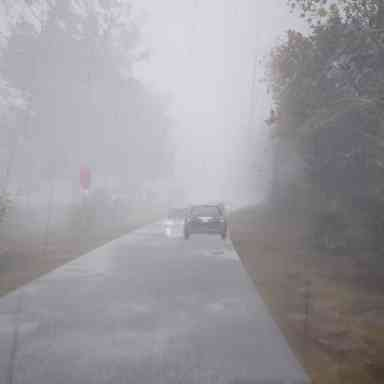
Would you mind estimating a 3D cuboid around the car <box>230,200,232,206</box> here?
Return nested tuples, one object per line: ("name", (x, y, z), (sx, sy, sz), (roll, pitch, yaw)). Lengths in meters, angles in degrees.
("car", (7.309, 2.189, 71.709), (1.882, 1.535, 5.008), (1, 0, 16))

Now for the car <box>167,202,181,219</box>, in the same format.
("car", (-1.003, 1.623, 30.653), (1.882, 1.535, 5.008), (0, -1, 7))

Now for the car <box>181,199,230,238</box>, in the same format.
("car", (0.784, 1.391, 17.959), (2.097, 1.767, 4.553), (0, 0, 4))
